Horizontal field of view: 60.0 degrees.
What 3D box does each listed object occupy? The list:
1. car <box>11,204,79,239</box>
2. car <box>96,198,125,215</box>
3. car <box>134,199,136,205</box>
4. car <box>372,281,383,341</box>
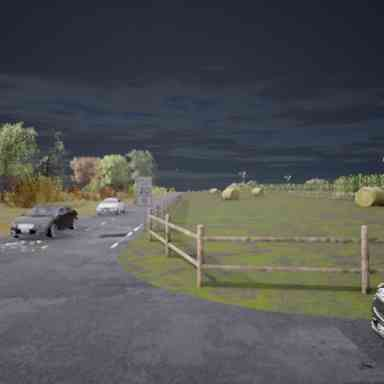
[{"bbox_3d":[-7.398,1.422,17.174,2.128,1.511,4.902,0,1,0],"label":"car"},{"bbox_3d":[-7.429,1.303,30.801,1.812,1.442,4.674,0,1,0],"label":"car"},{"bbox_3d":[-7.409,1.133,49.883,1.994,1.385,4.181,0,1,0],"label":"car"},{"bbox_3d":[4.838,1.290,4.157,4.553,1.767,2.097,-1,0,4],"label":"car"}]
